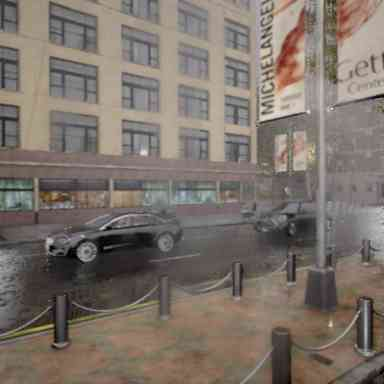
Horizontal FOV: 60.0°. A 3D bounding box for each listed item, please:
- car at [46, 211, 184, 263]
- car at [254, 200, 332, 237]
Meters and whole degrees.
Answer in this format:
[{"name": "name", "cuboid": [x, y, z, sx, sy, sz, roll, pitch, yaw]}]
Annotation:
[{"name": "car", "cuboid": [-2.594, 1.468, 11.980, 4.902, 1.511, 2.128, 0, 0, -36]}, {"name": "car", "cuboid": [5.410, 1.264, 17.708, 4.553, 1.767, 2.097, 0, 0, -35]}]
